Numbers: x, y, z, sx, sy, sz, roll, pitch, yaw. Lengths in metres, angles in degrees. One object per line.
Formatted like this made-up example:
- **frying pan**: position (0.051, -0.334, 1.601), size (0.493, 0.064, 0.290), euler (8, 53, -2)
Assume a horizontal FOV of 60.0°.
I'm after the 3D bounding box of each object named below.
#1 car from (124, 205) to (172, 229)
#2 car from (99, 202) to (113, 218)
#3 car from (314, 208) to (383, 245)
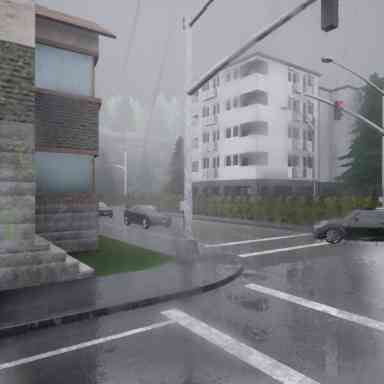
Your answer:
- **car**: position (-3.220, 1.681, 23.529), size (1.837, 1.490, 4.892), euler (0, 0, -35)
- **car**: position (-9.216, 1.654, 31.964), size (1.882, 1.535, 5.008), euler (0, 0, -35)
- **car**: position (8.150, 1.516, 15.673), size (4.553, 1.767, 2.097), euler (-1, -1, 20)
